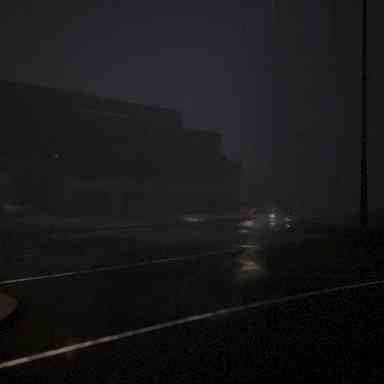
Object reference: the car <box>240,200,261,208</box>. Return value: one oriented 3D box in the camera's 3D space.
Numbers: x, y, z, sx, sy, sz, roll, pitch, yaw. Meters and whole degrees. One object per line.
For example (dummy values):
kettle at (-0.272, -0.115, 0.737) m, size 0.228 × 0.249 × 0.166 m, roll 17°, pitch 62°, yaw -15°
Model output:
car at (9.881, 1.989, 57.506) m, size 1.895 × 1.301 × 4.718 m, roll 1°, pitch 0°, yaw -27°

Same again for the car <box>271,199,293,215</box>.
car at (10.259, 1.640, 37.744) m, size 2.097 × 1.767 × 4.553 m, roll 0°, pitch 0°, yaw 19°
